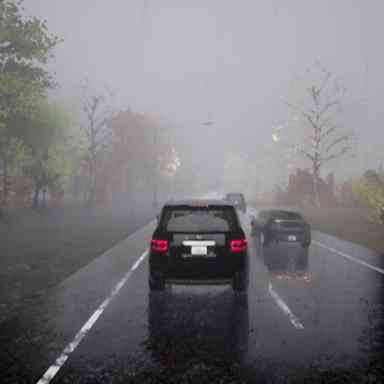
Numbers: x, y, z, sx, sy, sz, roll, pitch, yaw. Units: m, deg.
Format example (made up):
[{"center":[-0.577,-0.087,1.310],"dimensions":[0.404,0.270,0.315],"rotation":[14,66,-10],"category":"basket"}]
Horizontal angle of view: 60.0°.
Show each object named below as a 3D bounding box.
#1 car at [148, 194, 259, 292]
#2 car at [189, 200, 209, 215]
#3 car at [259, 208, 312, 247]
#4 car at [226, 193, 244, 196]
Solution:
[{"center":[0.161,1.187,8.989],"dimensions":[2.150,2.045,5.566],"rotation":[0,0,1],"category":"car"},{"center":[0.724,1.476,33.064],"dimensions":[1.895,1.301,4.718],"rotation":[0,0,2],"category":"car"},{"center":[3.738,1.449,14.656],"dimensions":[1.837,1.490,4.892],"rotation":[0,0,1],"category":"car"},{"center":[4.266,1.091,34.143],"dimensions":[2.150,2.045,5.566],"rotation":[0,0,2],"category":"car"}]
